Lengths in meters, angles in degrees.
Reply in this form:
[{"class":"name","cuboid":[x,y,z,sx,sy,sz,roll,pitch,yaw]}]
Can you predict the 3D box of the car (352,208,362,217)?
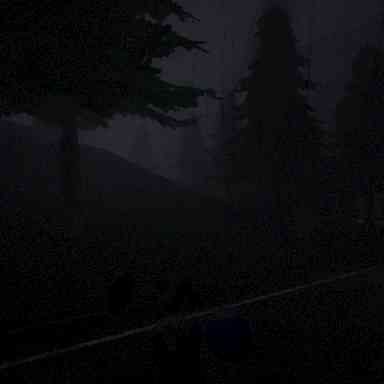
[{"class":"car","cuboid":[11.920,1.579,27.944,1.994,1.385,4.181,0,0,-36]}]
